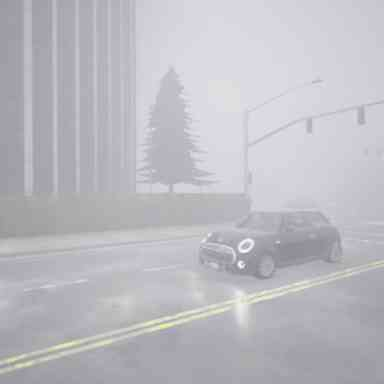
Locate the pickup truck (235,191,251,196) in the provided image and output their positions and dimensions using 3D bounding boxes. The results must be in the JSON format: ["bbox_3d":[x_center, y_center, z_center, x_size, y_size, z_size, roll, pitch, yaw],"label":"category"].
[{"bbox_3d":[10.487,0.787,69.076,2.390,2.098,6.274,0,0,-6],"label":"pickup truck"}]

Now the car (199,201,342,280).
[{"bbox_3d":[2.418,1.308,9.939,4.553,1.767,2.097,-1,0,-35],"label":"car"}]

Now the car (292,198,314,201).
[{"bbox_3d":[12.503,1.383,38.146,1.994,1.385,4.181,0,0,-35],"label":"car"}]
